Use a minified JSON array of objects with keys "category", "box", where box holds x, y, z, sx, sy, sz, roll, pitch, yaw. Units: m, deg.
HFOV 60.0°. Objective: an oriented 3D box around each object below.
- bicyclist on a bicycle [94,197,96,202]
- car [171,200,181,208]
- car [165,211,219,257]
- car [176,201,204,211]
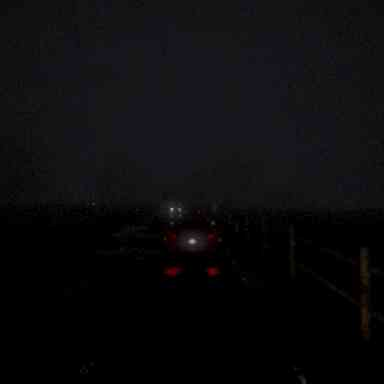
[{"category":"bicyclist on a bicycle","box":[-22.592,1.786,77.535,0.582,1.620,1.656,1,0,0]},{"category":"car","box":[-2.764,2.151,60.806,1.837,1.490,4.892,0,-1,0]},{"category":"car","box":[0.026,1.698,13.510,1.994,1.385,4.181,0,0,0]},{"category":"car","box":[0.024,1.781,28.526,2.128,1.511,4.902,0,0,0]}]
